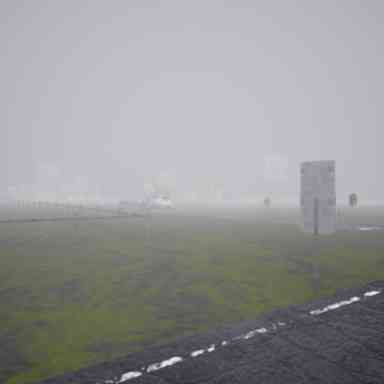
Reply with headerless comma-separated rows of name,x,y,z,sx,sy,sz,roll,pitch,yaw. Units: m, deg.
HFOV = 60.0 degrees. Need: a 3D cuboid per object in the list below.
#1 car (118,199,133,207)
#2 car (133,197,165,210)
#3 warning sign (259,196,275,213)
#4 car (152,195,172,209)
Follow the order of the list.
car,-11.729,1.902,60.890,2.033,1.411,5.357,0,-1,-35
car,-6.350,1.794,48.308,1.837,1.490,4.892,0,-1,-35
warning sign,8.270,1.383,36.651,1.300,1.860,1.060,1,0,-35
car,-5.263,1.538,51.731,2.150,2.045,5.566,0,0,-34
